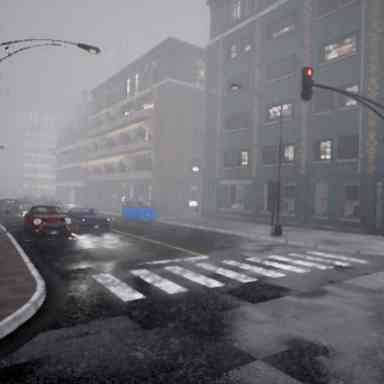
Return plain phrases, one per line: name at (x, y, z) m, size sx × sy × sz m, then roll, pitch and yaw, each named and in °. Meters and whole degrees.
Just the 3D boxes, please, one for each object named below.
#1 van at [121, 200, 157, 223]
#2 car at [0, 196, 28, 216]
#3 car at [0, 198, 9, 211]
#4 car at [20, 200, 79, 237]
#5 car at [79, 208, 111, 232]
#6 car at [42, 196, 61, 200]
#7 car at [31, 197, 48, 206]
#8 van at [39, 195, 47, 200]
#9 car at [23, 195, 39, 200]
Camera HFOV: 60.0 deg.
van at (-4.391, 1.544, 27.215) m, size 1.690 × 1.788 × 3.998 m, roll 1°, pitch 0°, yaw -34°
car at (-17.349, 1.408, 31.756) m, size 1.967 × 1.590 × 4.097 m, roll 1°, pitch 0°, yaw -35°
car at (-23.929, 1.492, 40.918) m, size 2.008 × 1.369 × 4.403 m, roll 1°, pitch 0°, yaw -36°
car at (-7.756, 1.443, 17.821) m, size 1.967 × 1.590 × 4.097 m, roll 1°, pitch -1°, yaw -33°
car at (-6.662, 1.670, 20.870) m, size 1.895 × 1.301 × 4.718 m, roll 2°, pitch -1°, yaw -33°
car at (-20.655, 1.684, 50.112) m, size 2.008 × 1.369 × 4.403 m, roll 1°, pitch 0°, yaw -36°
car at (-27.180, 1.652, 59.287) m, size 1.887 × 1.381 × 4.507 m, roll 1°, pitch 0°, yaw -36°
van at (-23.914, 1.462, 54.703) m, size 1.690 × 1.788 × 3.998 m, roll 1°, pitch 0°, yaw -36°
car at (-21.356, 1.492, 42.000) m, size 2.128 × 1.511 × 4.902 m, roll 2°, pitch -1°, yaw -36°
